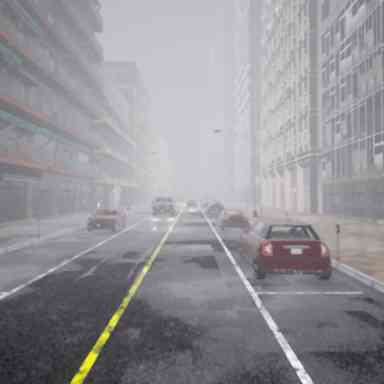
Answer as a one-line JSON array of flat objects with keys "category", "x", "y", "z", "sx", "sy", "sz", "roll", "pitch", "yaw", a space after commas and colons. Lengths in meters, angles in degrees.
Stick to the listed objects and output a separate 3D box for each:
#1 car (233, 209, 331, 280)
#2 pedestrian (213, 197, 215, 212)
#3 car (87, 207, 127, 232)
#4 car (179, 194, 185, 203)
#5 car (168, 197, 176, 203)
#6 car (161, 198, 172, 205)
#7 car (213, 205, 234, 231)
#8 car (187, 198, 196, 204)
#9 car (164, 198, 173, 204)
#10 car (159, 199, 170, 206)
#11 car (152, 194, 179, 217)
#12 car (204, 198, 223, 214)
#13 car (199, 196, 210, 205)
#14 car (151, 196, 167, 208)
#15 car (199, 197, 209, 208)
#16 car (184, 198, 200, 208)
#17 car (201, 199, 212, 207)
[{"category": "car", "x": 2.574, "y": 1.496, "z": 10.127, "sx": 1.967, "sy": 1.590, "sz": 4.097, "roll": 1, "pitch": 0, "yaw": 0}, {"category": "pedestrian", "x": 2.745, "y": 1.546, "z": 42.172, "sx": 0.375, "sy": 1.860, "sz": 0.375, "roll": 1, "pitch": -1, "yaw": 0}, {"category": "car", "x": -5.309, "y": 1.665, "z": 21.184, "sx": 1.887, "sy": 1.381, "sz": 4.507, "roll": 1, "pitch": 0, "yaw": 0}, {"category": "car", "x": -2.760, "y": 1.526, "z": 75.925, "sx": 2.150, "sy": 2.045, "sz": 5.566, "roll": 0, "pitch": 0, "yaw": 0}, {"category": "car", "x": -5.321, "y": 2.132, "z": 87.614, "sx": 1.887, "sy": 1.381, "sz": 4.507, "roll": 1, "pitch": 0, "yaw": 0}, {"category": "car", "x": -5.318, "y": 2.008, "z": 71.005, "sx": 2.008, "sy": 1.369, "sz": 4.403, "roll": 1, "pitch": 0, "yaw": 0}, {"category": "car", "x": 2.571, "y": 1.702, "z": 21.198, "sx": 1.802, "sy": 1.307, "sz": 4.206, "roll": 1, "pitch": 0, "yaw": 0}, {"category": "car", "x": -0.010, "y": 1.931, "z": 72.906, "sx": 1.895, "sy": 1.301, "sz": 4.718, "roll": 0, "pitch": 0, "yaw": 0}, {"category": "car", "x": -5.319, "y": 2.082, "z": 76.542, "sx": 1.802, "sy": 1.307, "sz": 4.206, "roll": 1, "pitch": 0, "yaw": 0}, {"category": "car", "x": -5.317, "y": 1.998, "z": 65.469, "sx": 1.802, "sy": 1.307, "sz": 4.206, "roll": 1, "pitch": 0, "yaw": 0}, {"category": "car", "x": -2.852, "y": 1.425, "z": 34.693, "sx": 2.150, "sy": 2.045, "sz": 5.566, "roll": 0, "pitch": 0, "yaw": 0}, {"category": "car", "x": 2.745, "y": 1.760, "z": 39.324, "sx": 1.812, "sy": 1.442, "sz": 4.674, "roll": 0, "pitch": 0, "yaw": 0}, {"category": "car", "x": 2.564, "y": 1.773, "z": 71.018, "sx": 2.192, "sy": 1.841, "sz": 5.009, "roll": 1, "pitch": 0, "yaw": 0}, {"category": "car", "x": -5.313, "y": 1.650, "z": 54.400, "sx": 2.192, "sy": 1.841, "sz": 5.009, "roll": 1, "pitch": 0, "yaw": 0}, {"category": "car", "x": 2.565, "y": 1.917, "z": 54.411, "sx": 1.802, "sy": 1.307, "sz": 4.206, "roll": 1, "pitch": 0, "yaw": 0}, {"category": "car", "x": 0.019, "y": 1.949, "z": 56.229, "sx": 1.895, "sy": 1.301, "sz": 4.718, "roll": 0, "pitch": 0, "yaw": 1}, {"category": "car", "x": 2.564, "y": 1.957, "z": 59.948, "sx": 1.802, "sy": 1.307, "sz": 4.206, "roll": 1, "pitch": 0, "yaw": 0}]
